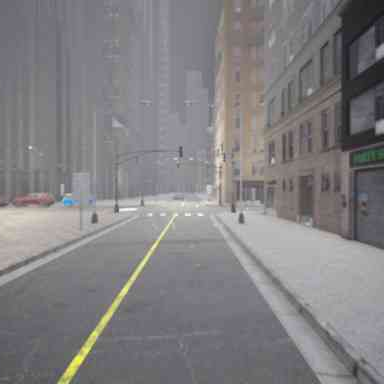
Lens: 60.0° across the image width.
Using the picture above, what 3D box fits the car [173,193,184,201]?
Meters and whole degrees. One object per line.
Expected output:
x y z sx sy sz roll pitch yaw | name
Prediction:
-2.985 1.171 71.282 1.994 1.385 4.181 0 0 0 | car

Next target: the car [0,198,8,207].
-25.997 1.355 42.905 4.313 1.339 1.947 0 0 -1 | car

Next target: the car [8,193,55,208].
-20.358 1.107 42.989 5.009 1.841 2.192 0 0 -1 | car

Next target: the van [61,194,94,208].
-14.717 1.134 43.074 3.998 1.788 1.690 0 0 -1 | van

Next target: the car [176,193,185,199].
-2.981 1.037 86.874 2.128 1.511 4.902 0 0 0 | car
